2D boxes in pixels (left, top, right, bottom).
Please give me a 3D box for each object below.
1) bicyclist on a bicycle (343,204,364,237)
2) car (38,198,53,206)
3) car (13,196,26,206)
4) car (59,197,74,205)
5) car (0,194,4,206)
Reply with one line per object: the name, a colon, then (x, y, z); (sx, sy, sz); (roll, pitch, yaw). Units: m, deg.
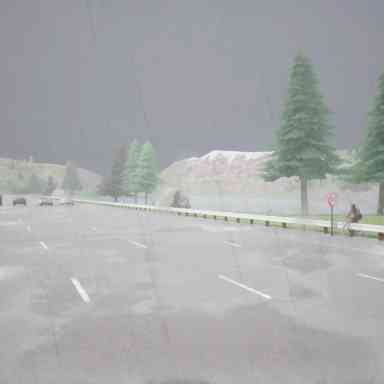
bicyclist on a bicycle: (8.097, 1.437, 16.590); (1.656, 1.620, 0.582); (5, -2, -30)
car: (-24.036, 1.601, 54.446); (1.895, 1.301, 4.718); (0, 0, -31)
car: (-29.355, 1.491, 56.549); (2.128, 1.511, 4.902); (0, 0, -31)
car: (-21.663, 1.526, 57.301); (1.812, 1.442, 4.674); (0, 0, -30)
car: (-32.004, 1.221, 54.156); (2.150, 2.045, 5.566); (0, 0, -31)
